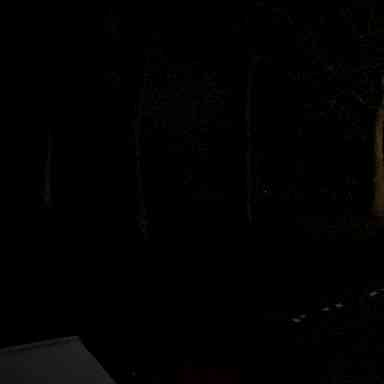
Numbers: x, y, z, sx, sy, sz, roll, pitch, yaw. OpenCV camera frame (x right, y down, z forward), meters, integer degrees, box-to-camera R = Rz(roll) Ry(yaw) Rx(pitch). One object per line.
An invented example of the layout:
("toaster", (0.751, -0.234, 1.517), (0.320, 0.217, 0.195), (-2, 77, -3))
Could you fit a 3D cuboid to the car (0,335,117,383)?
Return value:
("car", (-2.518, 1.592, 1.276), (4.718, 1.301, 1.895), (1, 0, -35))
